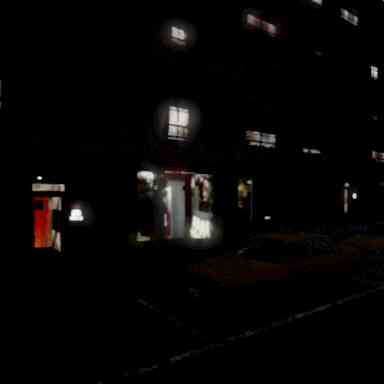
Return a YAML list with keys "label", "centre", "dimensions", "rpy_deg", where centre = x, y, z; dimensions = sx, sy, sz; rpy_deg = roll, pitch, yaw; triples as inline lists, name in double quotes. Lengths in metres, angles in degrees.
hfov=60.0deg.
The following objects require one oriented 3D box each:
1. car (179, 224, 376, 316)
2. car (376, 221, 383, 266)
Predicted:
- label: "car"
  centre: [1.996, 1.523, 7.499]
  dimensions: [4.829, 1.417, 1.752]
  rpy_deg: [0, 1, -35]
- label: "car"
  centre: [6.531, 1.523, 10.722]
  dimensions: [4.829, 1.417, 1.752]
  rpy_deg: [0, 1, -35]
